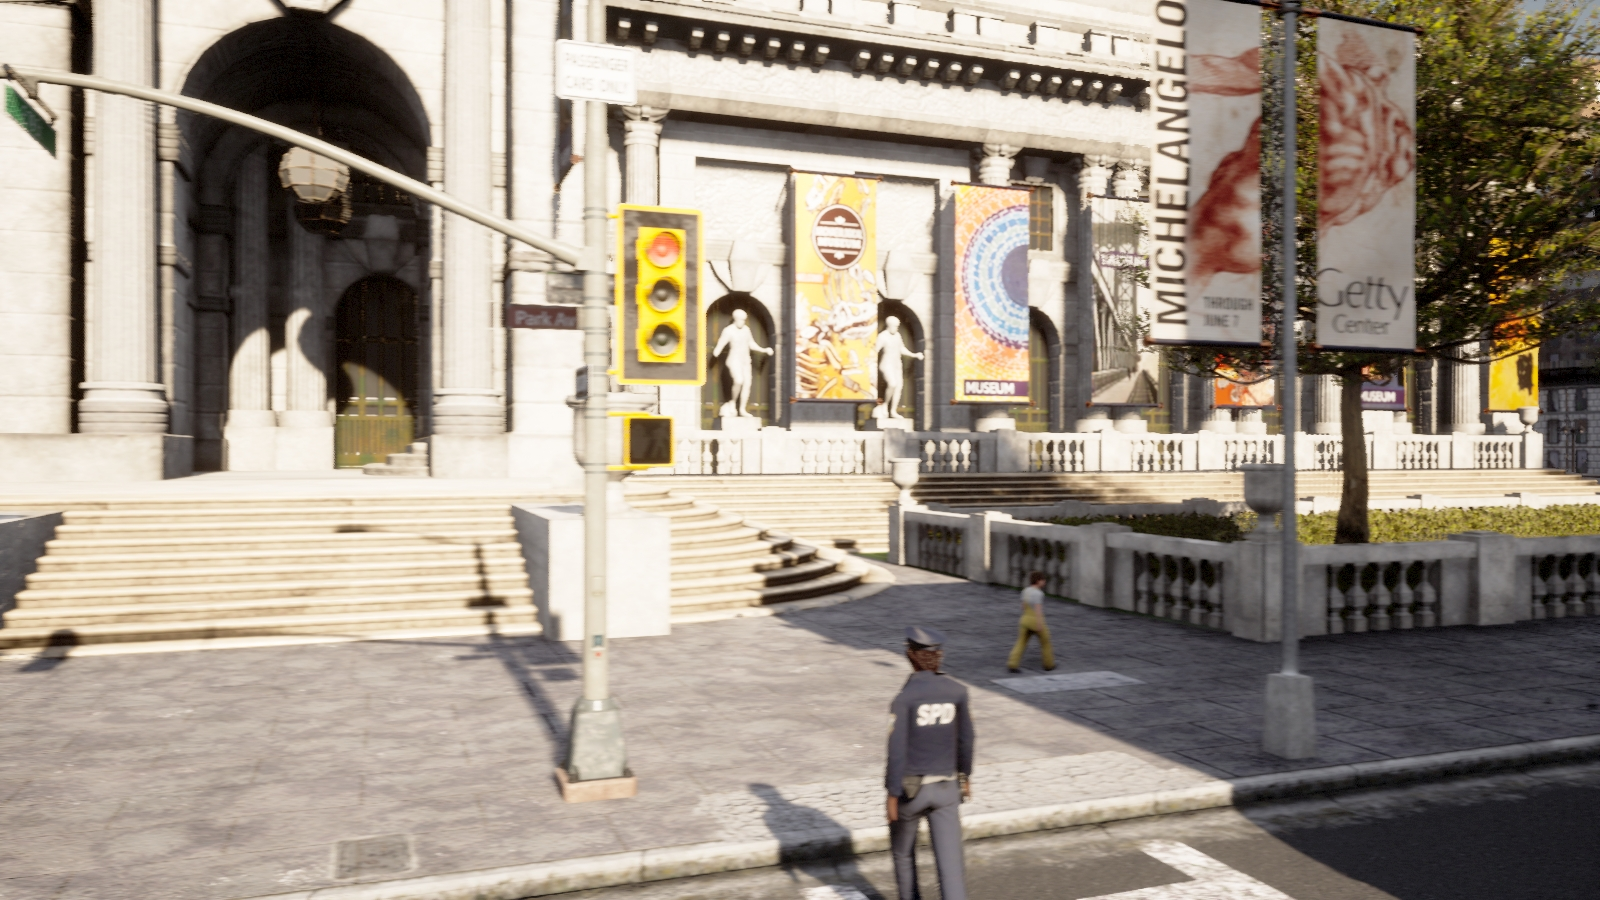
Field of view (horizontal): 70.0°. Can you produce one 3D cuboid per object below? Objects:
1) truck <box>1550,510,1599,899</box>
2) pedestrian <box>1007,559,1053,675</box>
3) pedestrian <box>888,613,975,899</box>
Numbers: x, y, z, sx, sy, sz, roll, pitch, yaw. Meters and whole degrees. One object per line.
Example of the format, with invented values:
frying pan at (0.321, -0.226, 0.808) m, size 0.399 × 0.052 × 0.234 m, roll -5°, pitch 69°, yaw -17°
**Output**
truck at (6.946, 1.570, 5.825) m, size 5.204 × 2.467 × 2.627 m, roll 0°, pitch 0°, yaw -20°
pedestrian at (2.738, 1.977, 13.601) m, size 0.375 × 1.300 × 0.375 m, roll 0°, pitch 0°, yaw -28°
pedestrian at (0.713, 1.849, 6.234) m, size 0.375 × 1.860 × 0.375 m, roll 0°, pitch 0°, yaw -12°
